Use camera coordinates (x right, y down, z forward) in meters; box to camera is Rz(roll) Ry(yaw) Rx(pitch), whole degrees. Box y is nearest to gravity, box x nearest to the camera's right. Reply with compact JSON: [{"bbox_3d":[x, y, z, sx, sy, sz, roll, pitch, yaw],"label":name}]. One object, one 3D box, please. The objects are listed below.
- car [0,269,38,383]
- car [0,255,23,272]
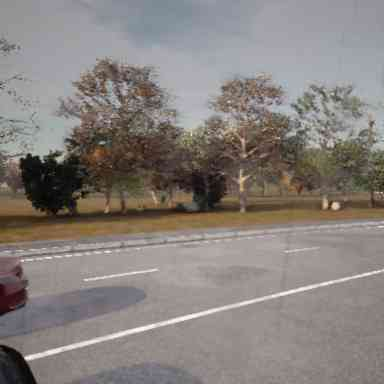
[{"bbox_3d":[-2.884,1.554,1.565,4.181,1.385,1.994,0,0,-36],"label":"car"},{"bbox_3d":[-4.892,1.505,4.682,4.674,1.442,1.812,0,0,-36],"label":"car"}]
